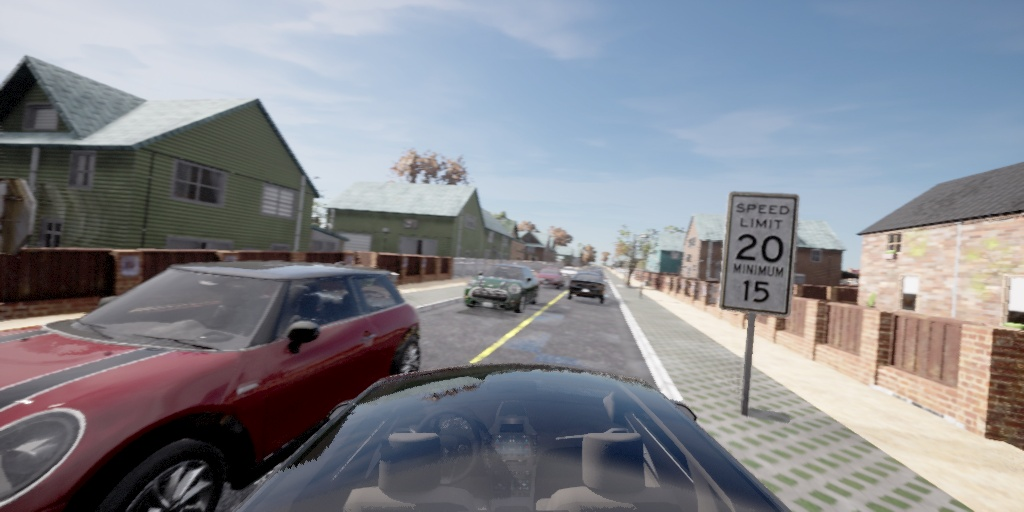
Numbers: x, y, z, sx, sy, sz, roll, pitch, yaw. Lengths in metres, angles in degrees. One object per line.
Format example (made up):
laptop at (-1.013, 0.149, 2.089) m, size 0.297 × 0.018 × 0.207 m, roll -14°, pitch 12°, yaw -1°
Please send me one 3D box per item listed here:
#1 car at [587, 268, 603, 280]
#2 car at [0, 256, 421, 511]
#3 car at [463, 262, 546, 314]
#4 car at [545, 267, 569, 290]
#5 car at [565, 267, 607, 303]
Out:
car at (11.897, 2.527, 51.155) m, size 1.994 × 1.385 × 4.181 m, roll 5°, pitch 0°, yaw 14°
car at (-2.629, 0.849, 3.533) m, size 2.097 × 1.767 × 4.553 m, roll 5°, pitch 0°, yaw 10°
car at (-0.231, 1.103, 14.213) m, size 2.097 × 1.767 × 4.553 m, roll 5°, pitch 0°, yaw 14°
car at (2.853, 1.595, 26.747) m, size 1.812 × 1.442 × 4.674 m, roll 5°, pitch 0°, yaw 14°
car at (4.342, 1.668, 20.522) m, size 1.882 × 1.535 × 5.008 m, roll 5°, pitch 0°, yaw 14°
